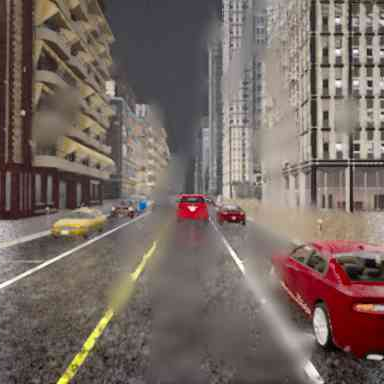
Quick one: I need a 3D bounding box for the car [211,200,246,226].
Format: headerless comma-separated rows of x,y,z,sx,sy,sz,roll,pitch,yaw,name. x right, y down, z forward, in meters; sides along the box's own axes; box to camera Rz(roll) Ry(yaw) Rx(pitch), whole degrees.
2.627,1.500,23.100,1.887,1.381,4.507,1,0,0,car

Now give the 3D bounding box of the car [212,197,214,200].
2.573,1.354,51.591,1.967,1.590,4.097,1,0,0,car

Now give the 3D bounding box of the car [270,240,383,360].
2.660,1.532,6.006,1.887,1.381,4.507,1,0,0,car

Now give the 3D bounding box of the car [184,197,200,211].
0.019,1.432,41.399,1.837,1.490,4.892,0,0,0,car

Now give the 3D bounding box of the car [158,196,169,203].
-5.810,1.468,68.783,1.947,1.339,4.313,1,0,0,car

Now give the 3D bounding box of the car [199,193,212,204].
2.552,1.220,62.989,2.192,1.841,5.009,1,0,0,car

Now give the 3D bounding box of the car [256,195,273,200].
17.767,1.490,80.383,4.403,1.369,2.008,0,-1,0,car

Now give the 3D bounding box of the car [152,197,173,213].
-3.146,1.535,36.091,1.895,1.301,4.718,0,0,0,car

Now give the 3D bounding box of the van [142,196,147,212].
-5.739,1.277,34.599,1.690,1.788,3.998,1,0,0,van

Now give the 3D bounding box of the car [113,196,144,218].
-5.730,1.385,28.901,1.967,1.590,4.097,1,0,0,car

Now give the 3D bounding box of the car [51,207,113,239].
-5.709,1.490,17.337,1.752,1.417,4.829,1,0,0,car

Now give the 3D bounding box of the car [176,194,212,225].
0.054,1.177,23.708,2.150,2.045,5.566,0,0,0,car
